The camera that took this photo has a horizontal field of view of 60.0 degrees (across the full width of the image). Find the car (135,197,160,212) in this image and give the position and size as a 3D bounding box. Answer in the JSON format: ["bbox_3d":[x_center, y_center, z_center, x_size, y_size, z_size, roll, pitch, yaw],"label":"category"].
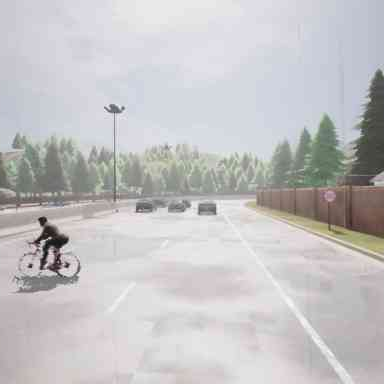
[{"bbox_3d":[-5.271,1.505,38.576,1.837,1.490,4.892,0,0,3],"label":"car"}]

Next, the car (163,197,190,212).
[{"bbox_3d":[-1.741,1.547,39.113,2.033,1.411,5.357,0,0,3],"label":"car"}]

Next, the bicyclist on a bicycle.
[{"bbox_3d":[-3.713,1.453,8.636,1.656,1.620,0.582,0,0,3],"label":"bicyclist on a bicycle"}]

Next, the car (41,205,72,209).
[{"bbox_3d":[-12.744,1.564,31.366,1.994,1.385,4.181,0,0,3],"label":"car"}]

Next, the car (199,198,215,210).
[{"bbox_3d":[2.039,1.547,44.843,2.033,1.411,5.357,0,0,3],"label":"car"}]

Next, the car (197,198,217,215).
[{"bbox_3d":[1.575,1.491,34.494,2.128,1.511,4.902,0,0,3],"label":"car"}]

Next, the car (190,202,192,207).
[{"bbox_3d":[-1.212,1.526,49.626,1.812,1.442,4.674,0,0,4],"label":"car"}]

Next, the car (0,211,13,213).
[{"bbox_3d":[-13.189,1.525,21.014,1.812,1.442,4.674,0,0,3],"label":"car"}]

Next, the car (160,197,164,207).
[{"bbox_3d":[-4.768,1.505,48.989,1.837,1.490,4.892,0,0,4],"label":"car"}]
